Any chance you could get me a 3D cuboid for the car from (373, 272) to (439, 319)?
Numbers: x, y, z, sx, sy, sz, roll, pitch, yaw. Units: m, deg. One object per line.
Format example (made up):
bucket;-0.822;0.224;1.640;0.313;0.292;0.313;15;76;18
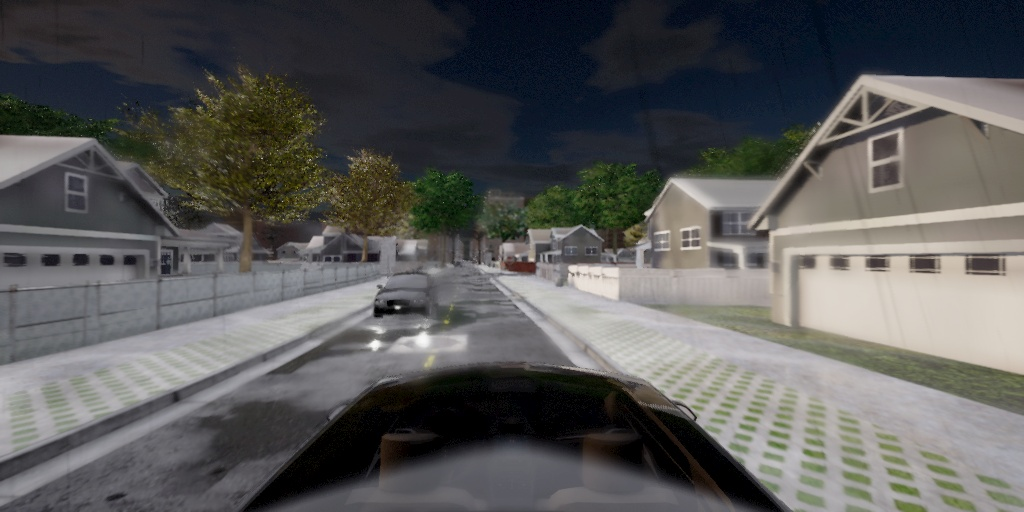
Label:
car;-3.840;1.382;13.624;1.837;1.490;4.892;0;-1;-7
